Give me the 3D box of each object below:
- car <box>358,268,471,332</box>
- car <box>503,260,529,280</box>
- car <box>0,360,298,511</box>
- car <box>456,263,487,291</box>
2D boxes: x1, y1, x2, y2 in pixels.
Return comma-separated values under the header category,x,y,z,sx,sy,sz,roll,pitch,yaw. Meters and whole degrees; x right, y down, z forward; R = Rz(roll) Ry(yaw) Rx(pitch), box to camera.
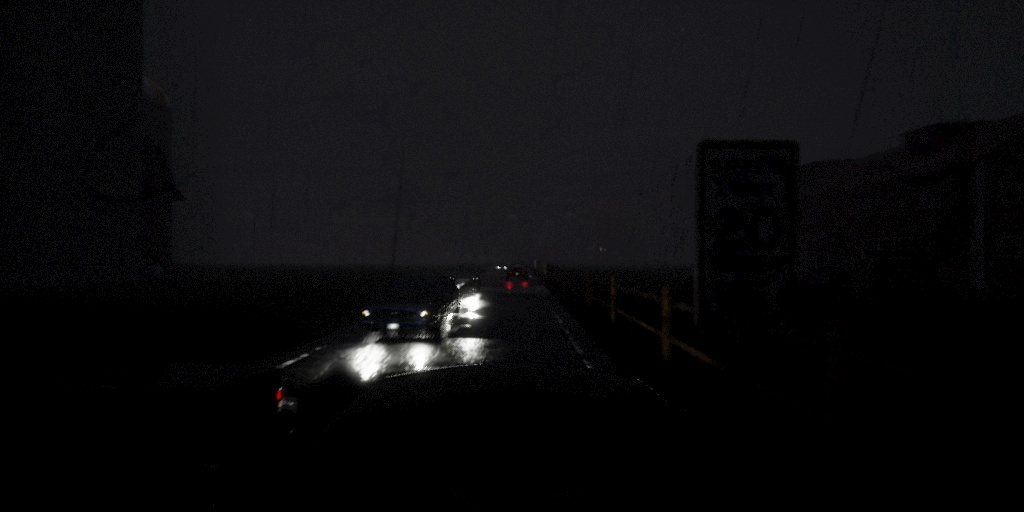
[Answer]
category,x,y,z,sx,sy,sz,roll,pitch,yaw
car,-2.734,1.266,11.072,2.033,1.411,5.357,1,0,1
car,0.461,1.268,31.318,1.812,1.442,4.674,1,0,1
car,-2.887,1.271,0.850,2.033,1.411,5.357,1,0,1
car,-2.575,1.208,21.505,2.128,1.511,4.902,1,0,1
